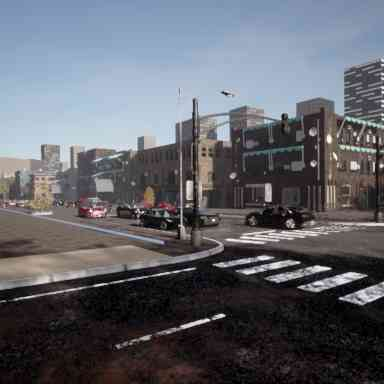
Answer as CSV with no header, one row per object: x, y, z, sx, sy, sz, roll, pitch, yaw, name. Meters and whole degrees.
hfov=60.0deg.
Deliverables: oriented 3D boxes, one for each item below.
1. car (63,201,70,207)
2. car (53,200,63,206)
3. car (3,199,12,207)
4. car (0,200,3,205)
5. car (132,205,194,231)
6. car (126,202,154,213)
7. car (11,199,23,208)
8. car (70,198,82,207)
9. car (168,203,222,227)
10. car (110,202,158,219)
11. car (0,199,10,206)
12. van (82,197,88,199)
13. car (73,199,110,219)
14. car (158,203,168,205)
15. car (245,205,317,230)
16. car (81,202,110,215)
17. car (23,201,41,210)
-23.419,2.226,65.759,1.887,1.381,4.507,-1,0,-37,car
-30.045,2.363,74.628,1.947,1.339,4.313,-1,0,-37,car
-40.073,2.379,74.043,1.967,1.590,4.097,-1,0,-37,car
-43.383,2.546,78.478,2.008,1.369,4.403,-1,0,-37,car
-2.045,1.814,22.948,1.947,1.339,4.313,-2,0,-37,car
-6.853,1.965,43.588,1.802,1.307,4.206,-2,0,-37,car
-33.445,2.375,65.176,2.008,1.369,4.403,-1,0,-37,car
-20.112,1.939,61.324,2.192,1.841,5.009,-1,0,-37,car
0.262,1.782,24.384,1.994,1.385,4.181,-1,0,-38,car
-5.718,1.824,32.412,2.128,1.511,4.902,-1,0,-37,car
-46.696,2.597,82.912,1.887,1.381,4.507,-1,0,-37,car
-16.798,1.906,56.890,1.690,1.788,3.998,-1,0,-37,van
-10.256,1.846,34.136,1.967,1.590,4.097,-2,0,-37,car
-3.541,1.903,39.155,1.802,1.307,4.206,-2,0,-37,car
5.762,1.631,22.148,1.837,1.490,4.892,-4,2,-42,car
-11.839,1.974,40.619,1.812,1.442,4.674,-1,0,-36,car
-26.717,2.232,56.171,1.752,1.417,4.829,-1,0,-37,car
